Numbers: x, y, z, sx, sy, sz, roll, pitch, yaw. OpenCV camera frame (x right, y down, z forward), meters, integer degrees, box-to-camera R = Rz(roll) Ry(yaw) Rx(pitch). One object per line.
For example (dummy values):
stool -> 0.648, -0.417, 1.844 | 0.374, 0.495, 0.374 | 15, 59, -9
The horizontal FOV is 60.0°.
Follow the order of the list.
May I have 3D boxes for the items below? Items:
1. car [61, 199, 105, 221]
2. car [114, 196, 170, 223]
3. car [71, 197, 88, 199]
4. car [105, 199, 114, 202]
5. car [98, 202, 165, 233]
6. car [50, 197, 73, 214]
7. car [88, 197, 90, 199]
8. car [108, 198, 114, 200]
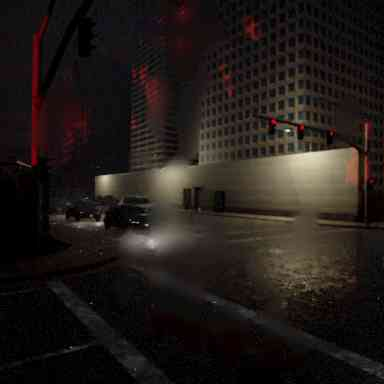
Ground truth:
car -> -9.145, 1.583, 27.695 | 1.812, 1.442, 4.674 | 1, -1, -35
car -> -3.883, 1.324, 26.335 | 2.150, 2.045, 5.566 | 1, -1, -35
car -> -15.451, 1.457, 42.661 | 2.097, 1.767, 4.553 | 1, -1, -35
car -> -9.539, 1.705, 34.296 | 1.895, 1.301, 4.718 | 1, -1, -35
car -> -3.833, 1.561, 20.174 | 1.837, 1.490, 4.892 | 1, -1, -34
car -> -14.887, 1.550, 35.796 | 2.128, 1.511, 4.902 | 1, -1, -35
car -> -19.954, 1.692, 61.403 | 2.128, 1.511, 4.902 | 1, -1, -35
car -> -12.076, 1.690, 50.309 | 2.128, 1.511, 4.902 | 1, -1, -36
